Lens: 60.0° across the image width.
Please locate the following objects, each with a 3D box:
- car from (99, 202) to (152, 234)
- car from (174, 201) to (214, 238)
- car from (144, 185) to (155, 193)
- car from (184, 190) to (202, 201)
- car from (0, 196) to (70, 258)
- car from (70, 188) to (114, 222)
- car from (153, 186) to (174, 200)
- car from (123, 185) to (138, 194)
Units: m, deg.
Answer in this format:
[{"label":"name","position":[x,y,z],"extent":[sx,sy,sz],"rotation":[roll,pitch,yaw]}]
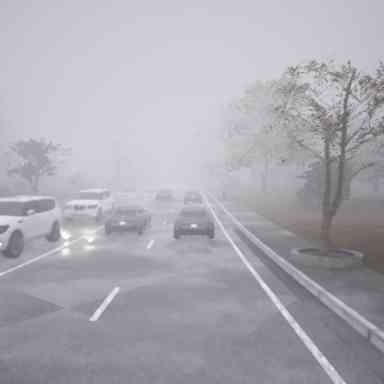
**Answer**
[{"label":"car","position":[-3.405,1.412,18.279],"extent":[1.994,1.385,4.181],"rotation":[0,2,0]},{"label":"car","position":[0.095,1.449,17.232],"extent":[1.994,1.385,4.181],"rotation":[0,2,0]},{"label":"car","position":[-7.067,-0.548,57.783],"extent":[1.812,1.442,4.674],"rotation":[0,3,1]},{"label":"car","position":[0.090,0.436,38.555],"extent":[1.994,1.385,4.181],"rotation":[0,3,0]},{"label":"car","position":[-7.063,1.203,13.187],"extent":[2.150,2.045,5.566],"rotation":[0,1,0]},{"label":"car","position":[-7.050,0.831,23.517],"extent":[2.150,2.045,5.566],"rotation":[0,3,0]},{"label":"car","position":[-3.417,0.253,42.283],"extent":[1.994,1.385,4.181],"rotation":[0,3,0]},{"label":"car","position":[-10.553,-0.526,57.775],"extent":[2.033,1.411,5.357],"rotation":[0,3,1]}]
